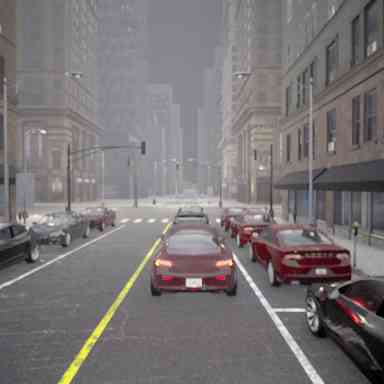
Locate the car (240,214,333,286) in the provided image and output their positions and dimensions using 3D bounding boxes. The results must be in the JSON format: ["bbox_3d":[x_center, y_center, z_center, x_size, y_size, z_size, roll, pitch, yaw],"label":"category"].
[{"bbox_3d":[2.726,1.548,9.264,1.887,1.381,4.507,-1,0,0],"label":"car"}]

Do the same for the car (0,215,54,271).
[{"bbox_3d":[-5.799,1.569,9.237,1.947,1.339,4.313,-1,0,0],"label":"car"}]

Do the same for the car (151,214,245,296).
[{"bbox_3d":[0.043,1.529,8.519,1.812,1.442,4.674,0,0,0],"label":"car"}]

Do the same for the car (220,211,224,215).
[{"bbox_3d":[2.691,1.553,20.275,1.887,1.381,4.507,-1,0,0],"label":"car"}]

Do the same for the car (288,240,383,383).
[{"bbox_3d":[2.744,1.567,3.759,1.947,1.339,4.313,-1,0,0],"label":"car"}]

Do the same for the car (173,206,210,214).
[{"bbox_3d":[-0.026,1.499,18.292,2.128,1.511,4.902,0,0,1],"label":"car"}]

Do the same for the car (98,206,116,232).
[{"bbox_3d":[-5.834,1.553,20.248,1.887,1.381,4.507,-1,0,0],"label":"car"}]

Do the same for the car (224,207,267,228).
[{"bbox_3d":[2.708,1.551,14.769,1.887,1.381,4.507,-1,0,0],"label":"car"}]

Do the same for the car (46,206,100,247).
[{"bbox_3d":[-5.817,1.557,14.742,2.008,1.369,4.403,-1,0,0],"label":"car"}]
